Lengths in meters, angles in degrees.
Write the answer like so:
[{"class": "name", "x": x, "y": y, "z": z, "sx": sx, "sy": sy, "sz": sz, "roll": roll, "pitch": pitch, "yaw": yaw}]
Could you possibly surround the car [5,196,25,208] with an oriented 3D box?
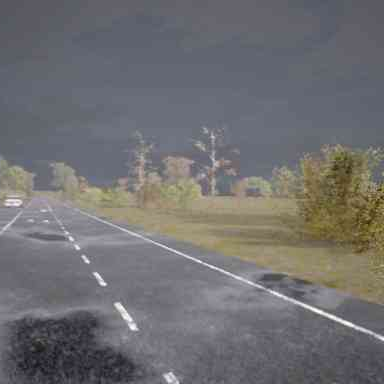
[{"class": "car", "x": -28.963, "y": 1.597, "z": 54.018, "sx": 2.150, "sy": 2.045, "sz": 5.566, "roll": 1, "pitch": -1, "yaw": -24}]
